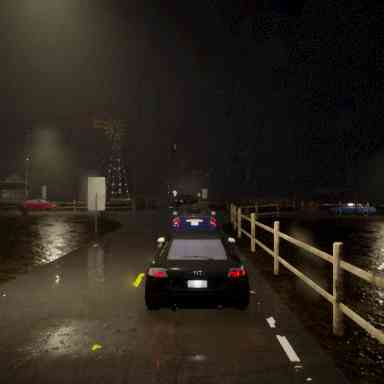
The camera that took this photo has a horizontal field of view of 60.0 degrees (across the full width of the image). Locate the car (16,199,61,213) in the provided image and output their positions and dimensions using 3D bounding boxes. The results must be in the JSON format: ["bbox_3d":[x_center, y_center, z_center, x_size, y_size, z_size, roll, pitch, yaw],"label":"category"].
[{"bbox_3d":[-15.689,1.406,34.122,4.181,1.385,1.994,1,-2,0],"label":"car"}]

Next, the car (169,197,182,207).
[{"bbox_3d":[-2.757,1.677,57.167,1.882,1.535,5.008,0,0,0],"label":"car"}]

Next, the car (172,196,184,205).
[{"bbox_3d":[-2.702,1.613,66.416,2.097,1.767,4.553,0,0,1],"label":"car"}]

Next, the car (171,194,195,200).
[{"bbox_3d":[-0.645,1.356,45.651,2.150,2.045,5.566,0,0,15],"label":"car"}]

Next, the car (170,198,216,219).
[{"bbox_3d":[0.115,1.380,16.447,2.097,1.767,4.553,0,0,0],"label":"car"}]

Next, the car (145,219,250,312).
[{"bbox_3d":[0.106,1.573,7.804,1.994,1.385,4.181,0,0,0],"label":"car"}]

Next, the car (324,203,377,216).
[{"bbox_3d":[17.892,1.950,37.724,5.357,1.411,2.033,1,-2,0],"label":"car"}]
